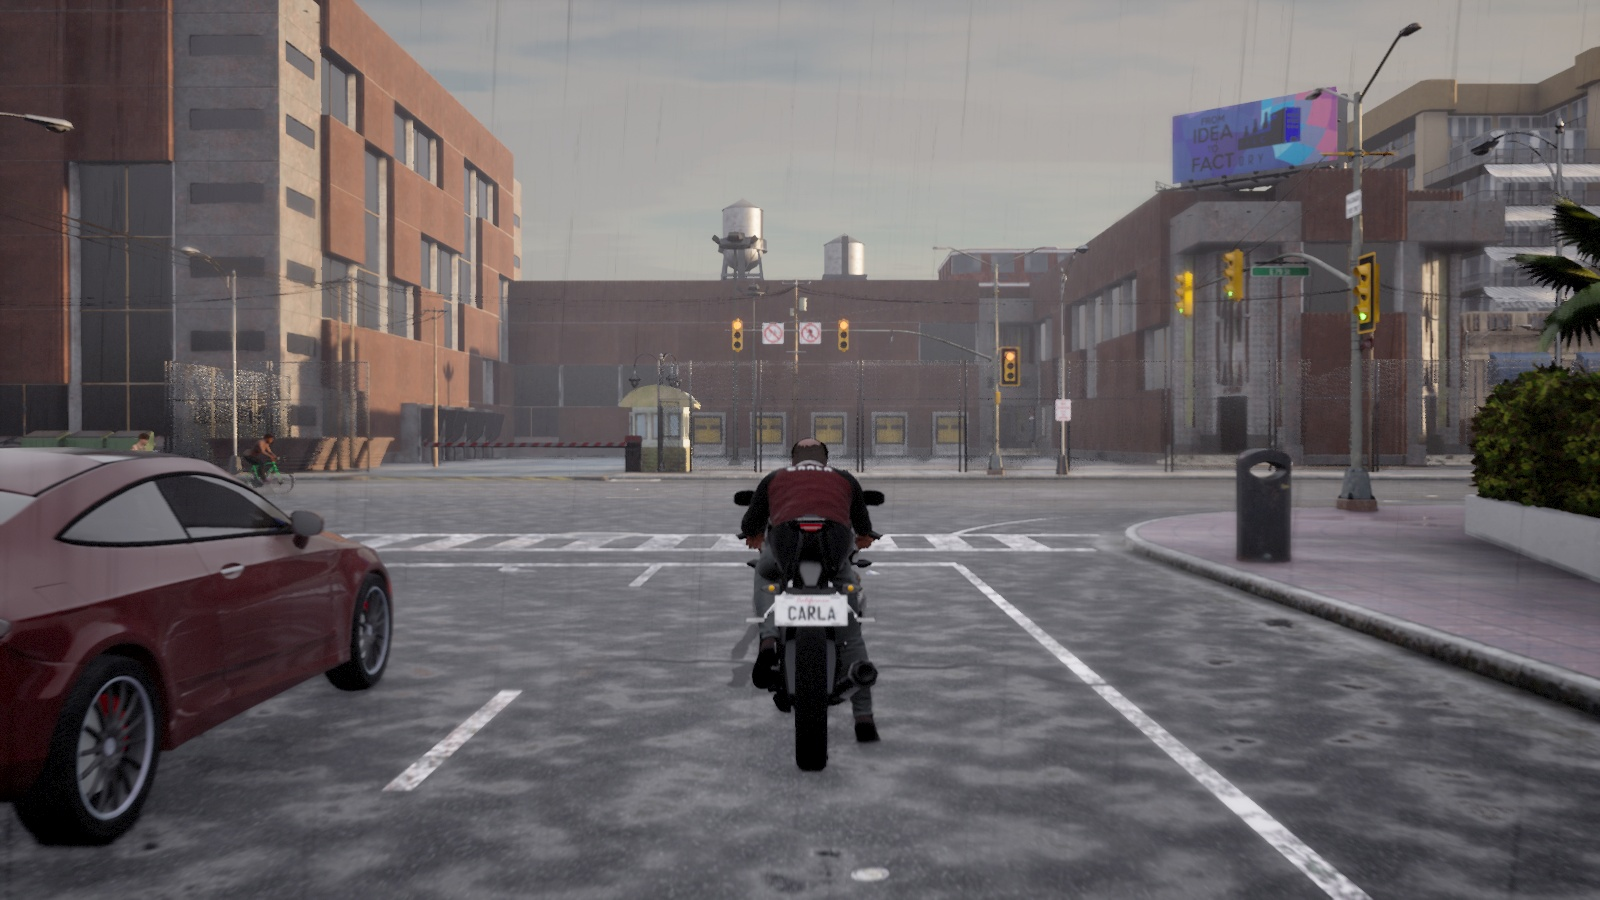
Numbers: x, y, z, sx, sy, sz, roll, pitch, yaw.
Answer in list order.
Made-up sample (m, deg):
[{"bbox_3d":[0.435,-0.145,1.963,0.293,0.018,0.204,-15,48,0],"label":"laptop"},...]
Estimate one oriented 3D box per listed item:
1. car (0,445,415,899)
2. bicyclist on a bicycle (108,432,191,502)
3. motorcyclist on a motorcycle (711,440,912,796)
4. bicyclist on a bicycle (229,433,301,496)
[{"bbox_3d":[-3.440,0.712,5.918,1.812,1.442,4.674,0,1,0],"label":"car"},{"bbox_3d":[-15.309,0.387,29.569,1.509,1.612,0.866,0,1,1],"label":"bicyclist on a bicycle"},{"bbox_3d":[0.050,0.718,6.513,0.866,1.530,2.191,0,1,0],"label":"motorcyclist on a motorcycle"},{"bbox_3d":[-14.072,0.371,33.047,1.656,1.620,0.582,0,1,1],"label":"bicyclist on a bicycle"}]
